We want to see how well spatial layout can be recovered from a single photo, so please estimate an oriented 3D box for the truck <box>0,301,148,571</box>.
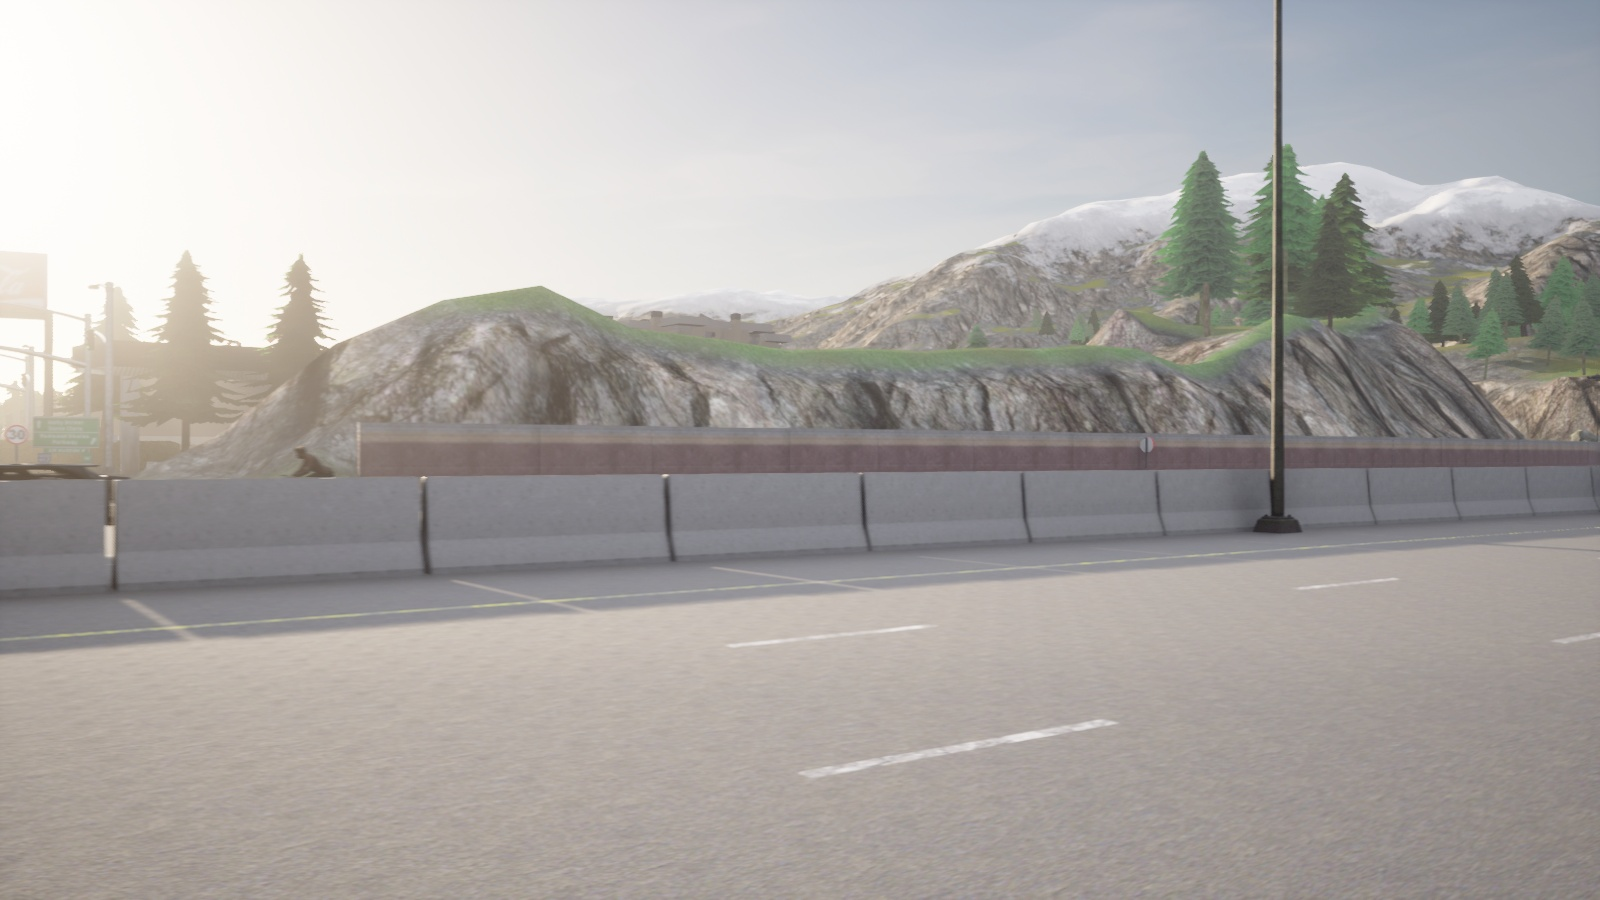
[{"bbox_3d":[-12.938,-0.171,15.979,7.936,3.462,2.891,0,0,-35],"label":"truck"}]
